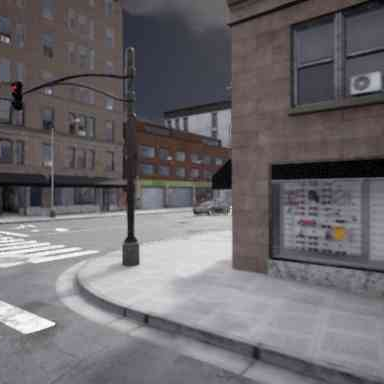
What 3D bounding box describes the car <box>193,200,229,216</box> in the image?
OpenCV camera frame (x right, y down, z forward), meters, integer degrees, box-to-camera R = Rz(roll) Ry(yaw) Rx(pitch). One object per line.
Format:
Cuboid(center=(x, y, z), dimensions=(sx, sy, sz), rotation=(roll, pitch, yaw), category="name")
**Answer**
Cuboid(center=(1.975, 1.598, 33.710), dimensions=(1.837, 1.490, 4.892), rotation=(0, 0, 36), category="car")
